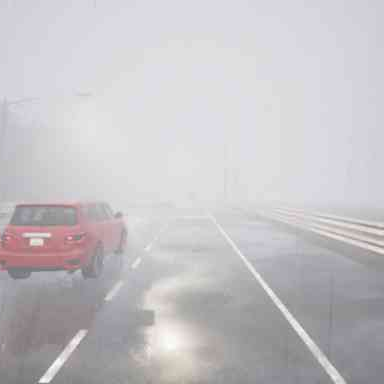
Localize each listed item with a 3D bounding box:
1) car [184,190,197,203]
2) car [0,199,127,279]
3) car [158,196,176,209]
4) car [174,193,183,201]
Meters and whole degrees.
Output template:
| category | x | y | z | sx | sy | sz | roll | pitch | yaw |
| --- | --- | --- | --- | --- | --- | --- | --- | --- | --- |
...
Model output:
| category | x | y | z | sx | sy | sz | roll | pitch | yaw |
| --- | --- | --- | --- | --- | --- | --- | --- | --- | --- |
| car | -0.085 | 1.173 | 68.599 | 2.150 | 2.045 | 5.566 | 0 | 0 | 0 |
| car | -3.500 | 1.219 | 10.175 | 2.150 | 2.045 | 5.566 | 0 | 0 | 0 |
| car | -3.584 | 1.583 | 45.802 | 1.895 | 1.301 | 4.718 | 0 | 0 | 0 |
| car | -3.706 | 1.445 | 82.230 | 1.812 | 1.442 | 4.674 | 0 | 0 | 0 |
